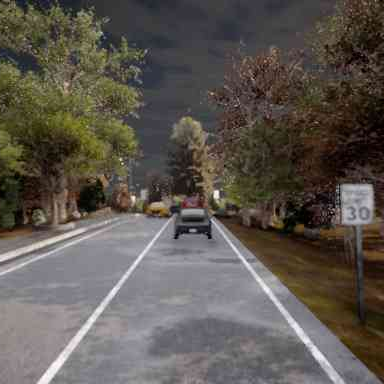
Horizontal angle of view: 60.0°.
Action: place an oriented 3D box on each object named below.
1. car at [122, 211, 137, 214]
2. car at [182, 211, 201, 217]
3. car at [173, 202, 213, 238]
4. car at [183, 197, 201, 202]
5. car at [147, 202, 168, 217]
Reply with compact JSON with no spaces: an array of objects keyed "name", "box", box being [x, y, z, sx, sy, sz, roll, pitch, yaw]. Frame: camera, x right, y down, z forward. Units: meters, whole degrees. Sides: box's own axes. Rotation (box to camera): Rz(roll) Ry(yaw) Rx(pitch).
[{"name":"car","box":[-16.068,5.673,85.452,1.812,1.442,4.674,-4,-5,40]},{"name":"car","box":[-0.014,6.111,91.100,4.892,1.490,1.837,0,-5,12]},{"name":"car","box":[0.043,1.534,17.726,1.837,1.490,4.892,0,0,0]},{"name":"car","box":[0.002,1.609,36.446,2.150,2.045,5.566,0,-3,0]},{"name":"car","box":[-3.649,1.852,36.053,1.882,1.535,5.008,0,-3,0]}]
